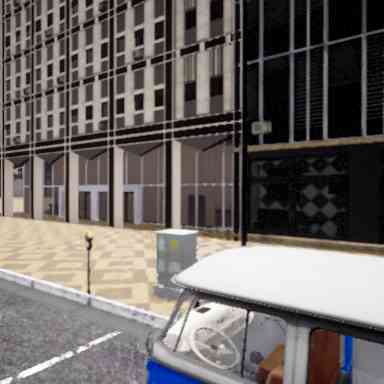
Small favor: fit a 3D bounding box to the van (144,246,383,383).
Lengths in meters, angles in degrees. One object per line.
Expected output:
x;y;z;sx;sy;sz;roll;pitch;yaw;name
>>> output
1.490;1.343;1.814;3.998;1.788;1.690;0;0;35;van
